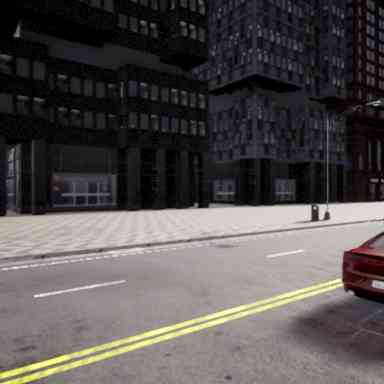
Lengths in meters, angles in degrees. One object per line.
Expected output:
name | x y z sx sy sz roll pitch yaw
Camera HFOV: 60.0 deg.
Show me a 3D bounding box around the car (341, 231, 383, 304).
car | 5.265 1.450 7.198 5.008 1.535 1.882 0 0 -35
